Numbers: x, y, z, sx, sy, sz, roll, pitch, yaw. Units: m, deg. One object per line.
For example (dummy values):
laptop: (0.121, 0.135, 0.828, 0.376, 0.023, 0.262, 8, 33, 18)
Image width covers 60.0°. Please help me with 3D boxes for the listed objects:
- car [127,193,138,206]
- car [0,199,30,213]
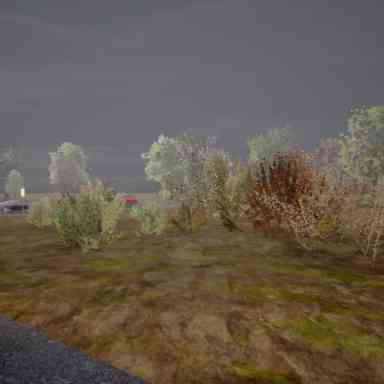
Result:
car: (-10.501, 1.241, 48.715, 2.150, 2.045, 5.566, 0, 0, 38)
car: (-19.410, 1.503, 36.952, 2.128, 1.511, 4.902, 0, 0, 36)
